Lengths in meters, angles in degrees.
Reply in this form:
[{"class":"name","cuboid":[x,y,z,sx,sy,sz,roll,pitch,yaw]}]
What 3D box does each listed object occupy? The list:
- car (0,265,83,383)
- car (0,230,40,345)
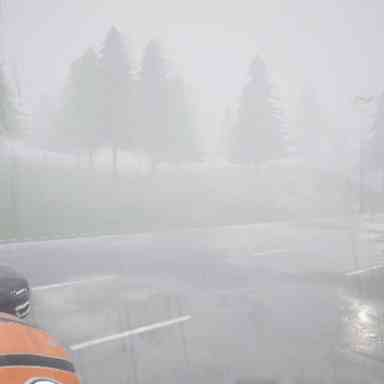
[{"class":"car","cuboid":[-2.873,1.351,1.697,4.553,1.767,2.097,0,0,-35]},{"class":"car","cuboid":[-4.906,1.505,4.547,4.892,1.490,1.837,0,0,-36]}]
